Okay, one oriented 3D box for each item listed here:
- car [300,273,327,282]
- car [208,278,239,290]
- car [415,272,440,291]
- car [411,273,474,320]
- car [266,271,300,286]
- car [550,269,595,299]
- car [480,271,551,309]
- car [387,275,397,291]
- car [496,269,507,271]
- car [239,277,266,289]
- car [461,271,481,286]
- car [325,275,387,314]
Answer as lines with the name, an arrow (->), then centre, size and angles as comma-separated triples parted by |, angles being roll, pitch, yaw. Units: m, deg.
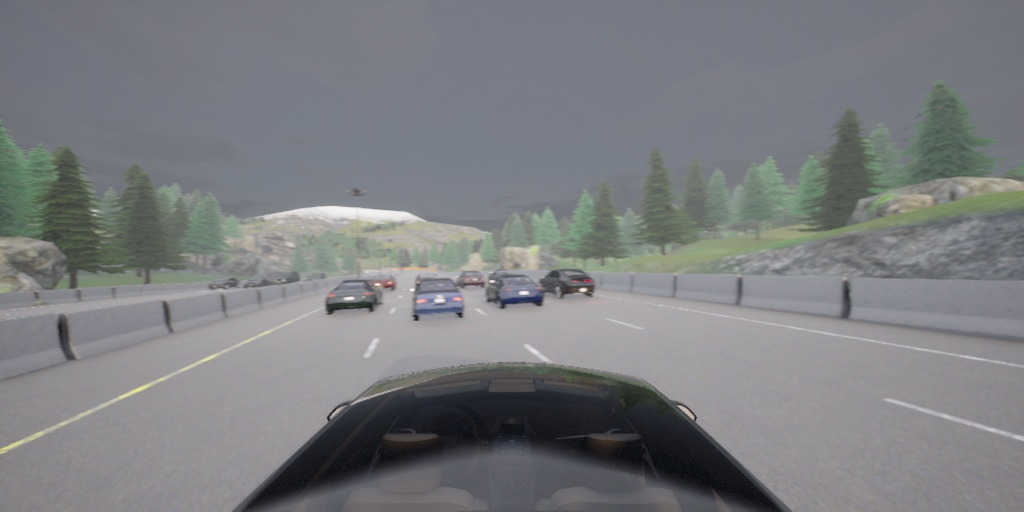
car -> -26.607, 3.109, 48.760 | 2.097, 1.767, 4.553 | -2, -2, -14
car -> -36.678, 3.544, 45.831 | 1.837, 1.490, 4.892 | -2, -2, -14
car -> -7.372, 2.147, 31.089 | 1.895, 1.301, 4.718 | -2, -1, -14
car -> -3.002, 1.587, 14.289 | 2.033, 1.411, 5.357 | -2, -1, -14
car -> -29.932, 3.065, 47.634 | 2.150, 2.045, 5.566 | -2, -2, -14
car -> 2.840, 1.447, 19.700 | 1.837, 1.490, 4.892 | -2, -1, -14
car -> 0.004, 1.544, 16.686 | 1.994, 1.385, 4.181 | -2, -1, -15
car -> -10.755, 2.245, 30.193 | 1.895, 1.301, 4.718 | -2, -1, -14
car -> -1.062, 1.973, 34.646 | 1.994, 1.385, 4.181 | -2, -1, -14
car -> -33.411, 3.526, 47.172 | 1.994, 1.385, 4.181 | -2, -2, -14
car -> -3.435, 1.923, 29.776 | 2.033, 1.411, 5.357 | -2, -1, -14
car -> -7.243, 1.792, 16.774 | 1.994, 1.385, 4.181 | -2, -1, -14
